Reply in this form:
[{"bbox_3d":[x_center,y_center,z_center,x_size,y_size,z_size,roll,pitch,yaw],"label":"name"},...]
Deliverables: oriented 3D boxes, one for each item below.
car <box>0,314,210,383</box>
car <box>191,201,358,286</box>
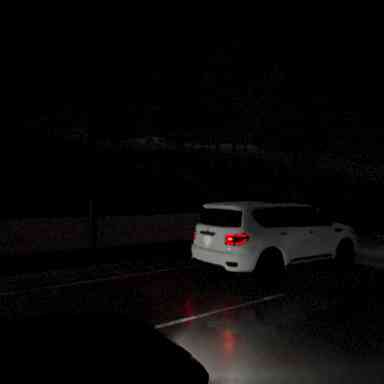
[{"bbox_3d":[-2.379,1.539,2.048,5.357,1.411,2.033,1,0,-36],"label":"car"},{"bbox_3d":[2.589,1.297,9.850,5.566,2.045,2.150,1,0,-35],"label":"car"}]
